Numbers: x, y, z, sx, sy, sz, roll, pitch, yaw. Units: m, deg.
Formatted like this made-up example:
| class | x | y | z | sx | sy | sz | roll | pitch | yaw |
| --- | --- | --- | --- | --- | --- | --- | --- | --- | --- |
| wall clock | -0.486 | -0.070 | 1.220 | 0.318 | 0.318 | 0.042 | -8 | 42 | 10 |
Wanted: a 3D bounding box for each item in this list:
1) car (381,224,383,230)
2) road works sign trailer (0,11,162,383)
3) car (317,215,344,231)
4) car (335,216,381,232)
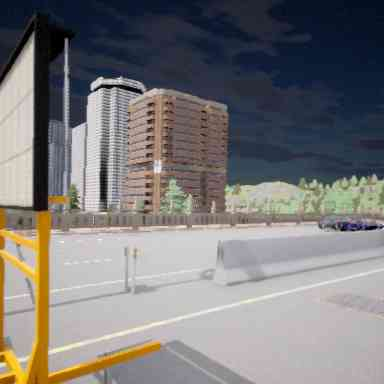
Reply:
| class | x | y | z | sx | sy | sz | roll | pitch | yaw |
| --- | --- | --- | --- | --- | --- | --- | --- | --- | --- |
| car | 17.778 | 3.001 | 27.308 | 4.718 | 1.301 | 1.895 | 3 | -3 | -38 |
| road works sign trailer | -1.520 | 0.555 | 3.232 | 2.880 | 3.560 | 2.380 | 1 | -2 | -38 |
| car | 14.642 | 3.111 | 33.745 | 4.892 | 1.490 | 1.837 | 3 | -3 | -38 |
| car | 15.162 | 3.049 | 29.706 | 4.718 | 1.301 | 1.895 | 3 | -3 | -38 |
